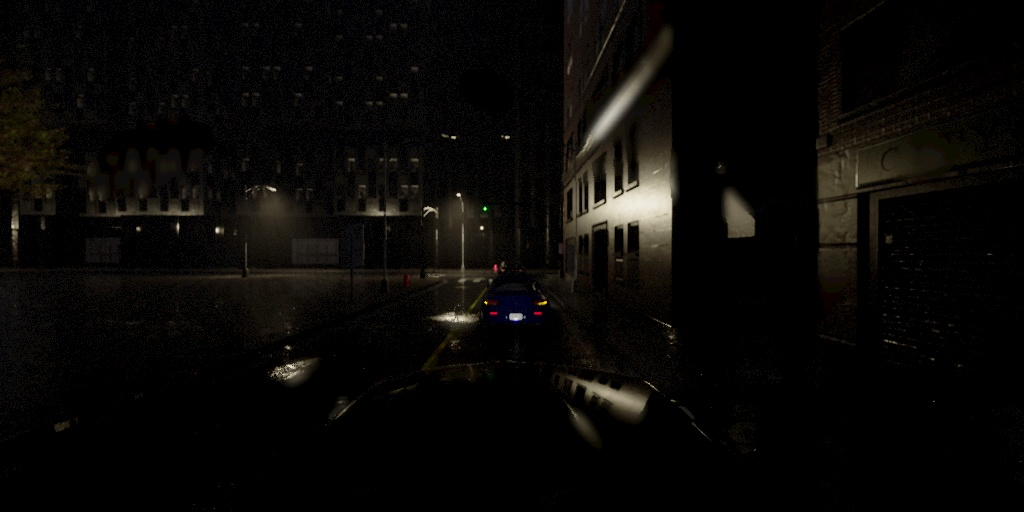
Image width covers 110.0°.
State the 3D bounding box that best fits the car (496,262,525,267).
[{"bbox_3d":[-0.082,1.127,24.864,2.128,1.511,4.902,0,0,-2],"label":"car"}]

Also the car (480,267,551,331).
[{"bbox_3d":[0.095,1.232,10.653,1.812,1.442,4.674,0,0,0],"label":"car"}]
